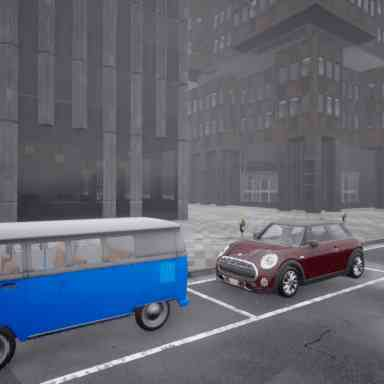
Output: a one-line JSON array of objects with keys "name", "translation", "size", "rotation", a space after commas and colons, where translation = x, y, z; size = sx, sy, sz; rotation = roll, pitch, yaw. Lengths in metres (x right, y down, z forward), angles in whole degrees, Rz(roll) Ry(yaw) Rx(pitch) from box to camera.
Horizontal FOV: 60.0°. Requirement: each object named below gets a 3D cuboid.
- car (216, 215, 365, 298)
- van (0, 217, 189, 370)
[{"name": "car", "translation": [2.539, 1.441, 8.450], "size": [4.097, 1.590, 1.967], "rotation": [0, 0, -35]}, {"name": "van", "translation": [-1.962, 1.341, 5.247], "size": [3.998, 1.788, 1.690], "rotation": [0, 0, -35]}]
